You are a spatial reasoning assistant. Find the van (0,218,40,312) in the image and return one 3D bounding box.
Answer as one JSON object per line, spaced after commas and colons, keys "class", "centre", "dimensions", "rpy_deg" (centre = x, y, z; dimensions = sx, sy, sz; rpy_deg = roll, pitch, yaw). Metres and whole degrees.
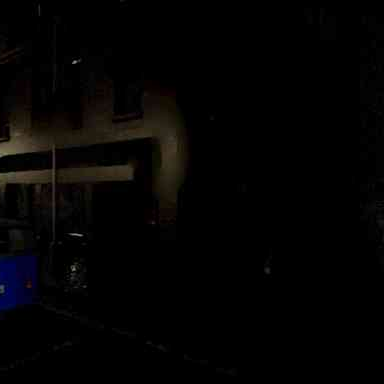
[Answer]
{"class": "van", "centre": [-4.615, 1.329, 6.362], "dimensions": [3.998, 1.788, 1.690], "rpy_deg": [0, 0, 35]}
